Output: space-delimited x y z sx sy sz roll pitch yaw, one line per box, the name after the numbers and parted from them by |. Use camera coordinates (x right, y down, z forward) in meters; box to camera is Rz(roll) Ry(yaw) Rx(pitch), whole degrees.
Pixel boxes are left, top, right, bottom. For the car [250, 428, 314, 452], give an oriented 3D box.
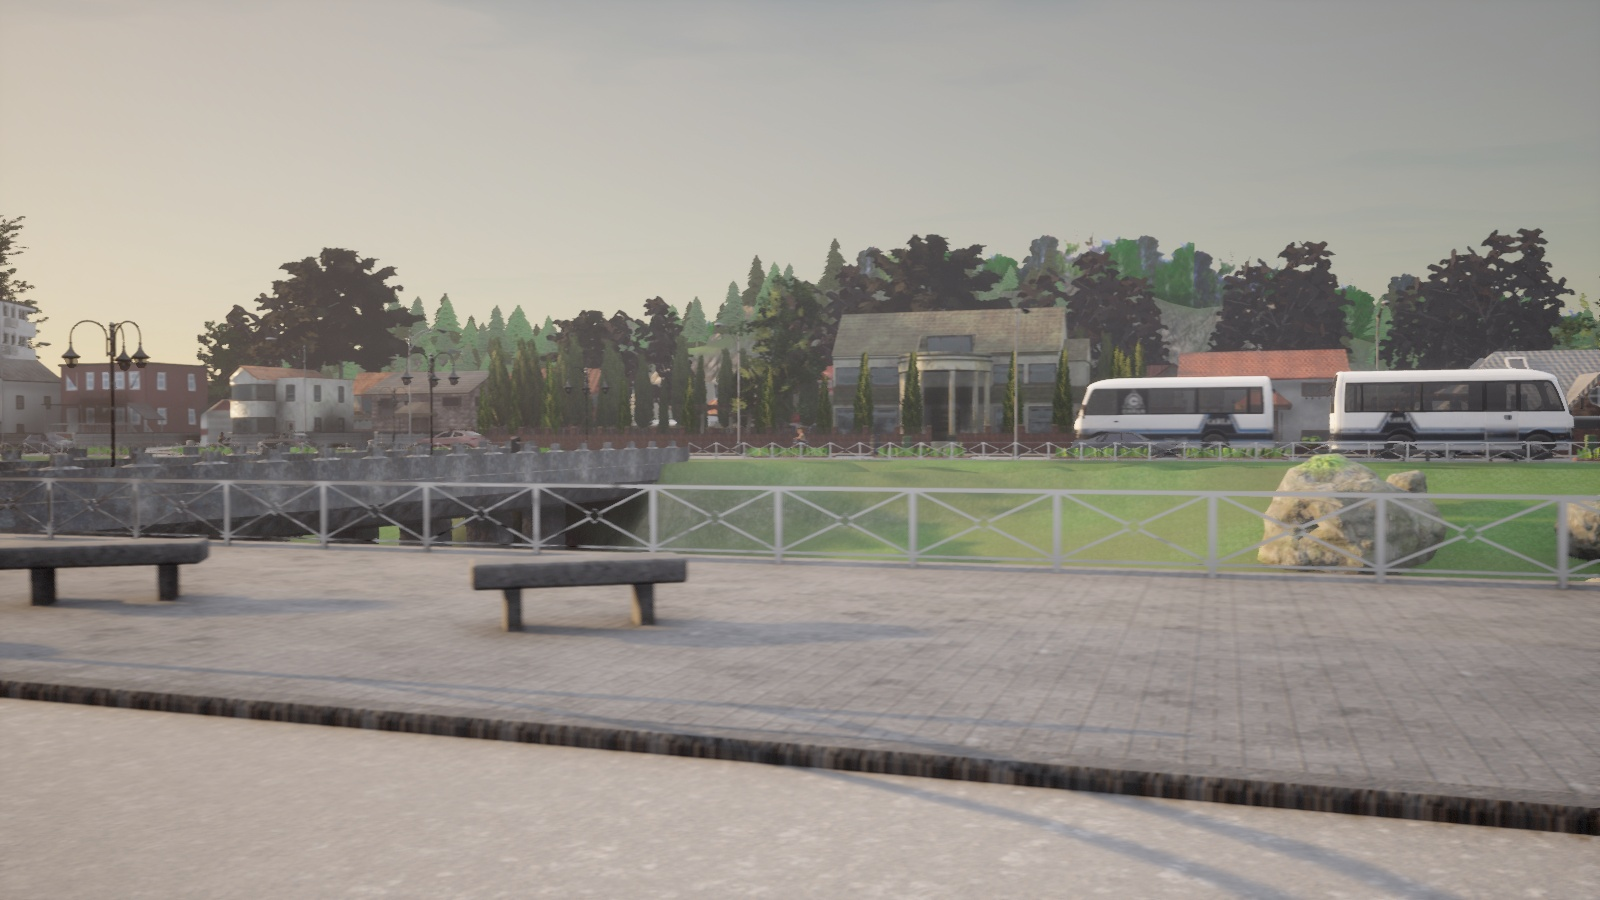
-34.947 -0.684 84.770 3.705 1.549 1.789 1 1 19 | car

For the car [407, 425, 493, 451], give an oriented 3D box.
-22.446 -0.769 80.559 5.027 1.651 2.152 1 1 19 | car

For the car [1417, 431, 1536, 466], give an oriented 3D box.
33.231 -0.108 61.816 4.856 1.649 2.033 1 1 19 | car

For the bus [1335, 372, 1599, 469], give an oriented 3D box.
30.668 -1.370 58.436 10.273 4.253 3.944 1 1 19 | bus

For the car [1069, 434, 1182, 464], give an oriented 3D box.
16.386 -0.078 63.269 5.357 1.411 2.033 1 1 19 | car

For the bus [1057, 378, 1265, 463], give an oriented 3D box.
19.071 -1.544 66.564 10.273 4.253 3.944 1 1 19 | bus
